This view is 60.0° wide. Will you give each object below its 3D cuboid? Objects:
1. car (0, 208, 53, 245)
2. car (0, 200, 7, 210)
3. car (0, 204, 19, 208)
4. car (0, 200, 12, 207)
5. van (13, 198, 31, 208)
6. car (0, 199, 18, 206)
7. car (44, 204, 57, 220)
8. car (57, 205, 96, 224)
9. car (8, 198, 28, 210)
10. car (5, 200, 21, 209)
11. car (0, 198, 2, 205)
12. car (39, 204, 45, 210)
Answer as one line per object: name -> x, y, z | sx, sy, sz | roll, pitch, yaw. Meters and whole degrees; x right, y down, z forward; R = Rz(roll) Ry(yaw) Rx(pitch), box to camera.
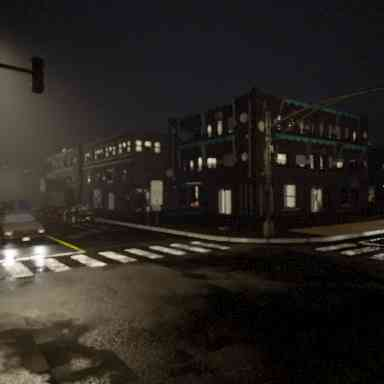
car -> -9.059, 1.770, 17.218 | 2.033, 1.411, 5.357 | -1, 0, -36
car -> -31.689, 2.180, 54.451 | 1.837, 1.490, 4.892 | -1, 0, -36
car -> -14.877, 1.901, 25.354 | 1.994, 1.385, 4.181 | -1, 0, -37
car -> -38.322, 2.374, 68.186 | 1.947, 1.339, 4.313 | -1, 0, -36
van -> -25.467, 1.917, 50.163 | 1.690, 1.788, 3.998 | -1, 0, -36
car -> -25.970, 2.096, 46.431 | 1.812, 1.442, 4.674 | -1, 0, -35
car -> -12.603, 1.914, 32.140 | 1.802, 1.307, 4.206 | -1, 0, -36
car -> -9.389, 1.820, 27.634 | 2.008, 1.369, 4.403 | -1, 0, -36
car -> -28.683, 1.950, 54.668 | 2.192, 1.841, 5.009 | -1, 0, -36
car -> -31.893, 2.237, 59.174 | 1.887, 1.381, 4.507 | -1, 0, -36
car -> -47.969, 2.419, 81.703 | 1.967, 1.590, 4.097 | -1, 0, -36
car -> -15.817, 1.976, 36.645 | 1.802, 1.307, 4.206 | -1, 0, -36
